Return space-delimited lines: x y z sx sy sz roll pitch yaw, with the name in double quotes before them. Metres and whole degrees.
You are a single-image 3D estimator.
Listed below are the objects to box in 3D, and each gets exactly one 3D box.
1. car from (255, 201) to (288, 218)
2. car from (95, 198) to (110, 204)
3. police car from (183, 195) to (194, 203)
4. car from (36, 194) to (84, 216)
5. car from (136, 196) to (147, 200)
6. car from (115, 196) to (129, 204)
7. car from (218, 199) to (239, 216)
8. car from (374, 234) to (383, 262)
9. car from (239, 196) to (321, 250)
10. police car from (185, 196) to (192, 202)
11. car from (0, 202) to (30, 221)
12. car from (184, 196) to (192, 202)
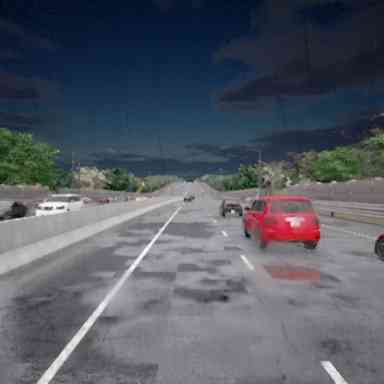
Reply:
"car" 7.094 1.569 30.265 1.895 1.301 4.718 0 0 0
"car" -17.516 1.745 65.244 1.895 1.301 4.718 0 0 0
"police car" -1.066 1.670 77.463 1.930 1.638 5.238 0 -1 0
"car" -10.602 1.186 27.269 2.150 2.045 5.566 0 0 0
"car" -10.515 1.626 69.690 1.882 1.535 5.008 0 0 0
"car" -14.016 1.502 66.679 2.097 1.767 4.553 0 0 0
"car" 3.594 1.475 31.639 1.837 1.490 4.892 0 0 0
"car" 7.098 1.547 9.441 1.994 1.385 4.181 0 0 0
"car" 3.598 1.196 14.268 2.150 2.045 5.566 0 0 0
"police car" -1.069 1.845 93.476 1.930 1.638 5.238 0 -1 0
"car" -14.102 1.488 25.319 1.812 1.442 4.674 0 0 0
"car" -1.068 1.825 87.361 1.882 1.535 5.008 0 -1 0
